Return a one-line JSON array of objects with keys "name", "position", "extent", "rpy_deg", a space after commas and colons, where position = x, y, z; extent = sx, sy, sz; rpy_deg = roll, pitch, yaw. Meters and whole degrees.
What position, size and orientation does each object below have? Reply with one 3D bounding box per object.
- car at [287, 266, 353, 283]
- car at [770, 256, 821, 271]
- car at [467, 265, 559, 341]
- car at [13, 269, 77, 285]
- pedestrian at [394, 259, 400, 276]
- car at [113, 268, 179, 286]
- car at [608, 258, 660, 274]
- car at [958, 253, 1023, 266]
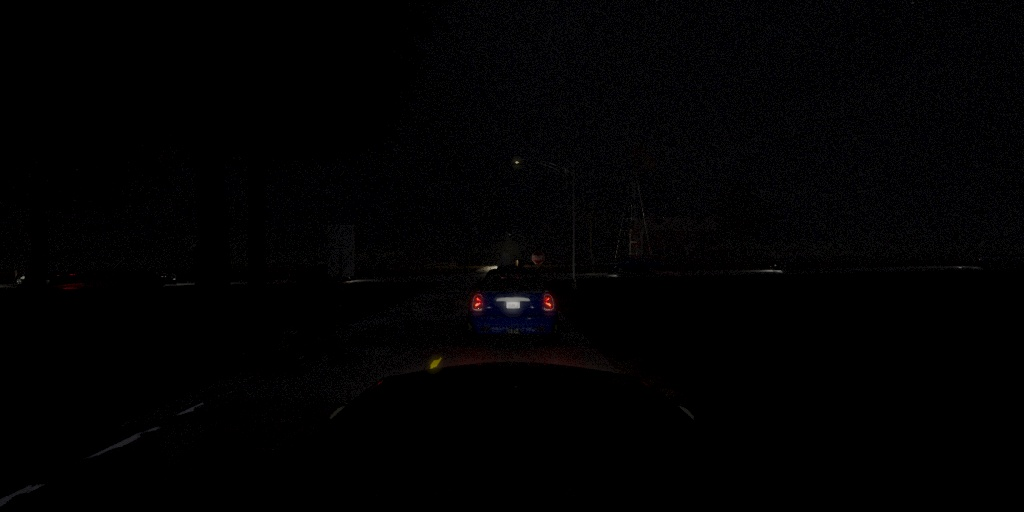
[{"name": "car", "position": [-17.679, 1.664, 33.082], "extent": [5.357, 1.411, 2.033], "rpy_deg": [-1, 1, 0]}, {"name": "car", "position": [28.701, 0.730, 36.367], "extent": [4.181, 1.385, 1.994], "rpy_deg": [-1, 1, 0]}, {"name": "car", "position": [0.003, 1.101, 10.001], "extent": [2.097, 1.767, 4.553], "rpy_deg": [0, 0, -1]}, {"name": "car", "position": [-46.498, 2.089, 35.743], "extent": [4.892, 1.490, 1.837], "rpy_deg": [-1, 1, 2]}, {"name": "pedestrian", "position": [-12.616, 1.245, 39.087], "extent": [0.375, 1.860, 0.375], "rpy_deg": [0, 2, 0]}, {"name": "car", "position": [-33.549, 1.897, 32.965], "extent": [4.902, 1.511, 2.128], "rpy_deg": [-1, 1, 0]}, {"name": "car", "position": [12.293, 0.973, 36.243], "extent": [5.008, 1.535, 1.882], "rpy_deg": [-1, 1, 0]}, {"name": "car", "position": [48.667, 0.364, 36.419], "extent": [4.718, 1.301, 1.895], "rpy_deg": [-1, 1, 0]}]
